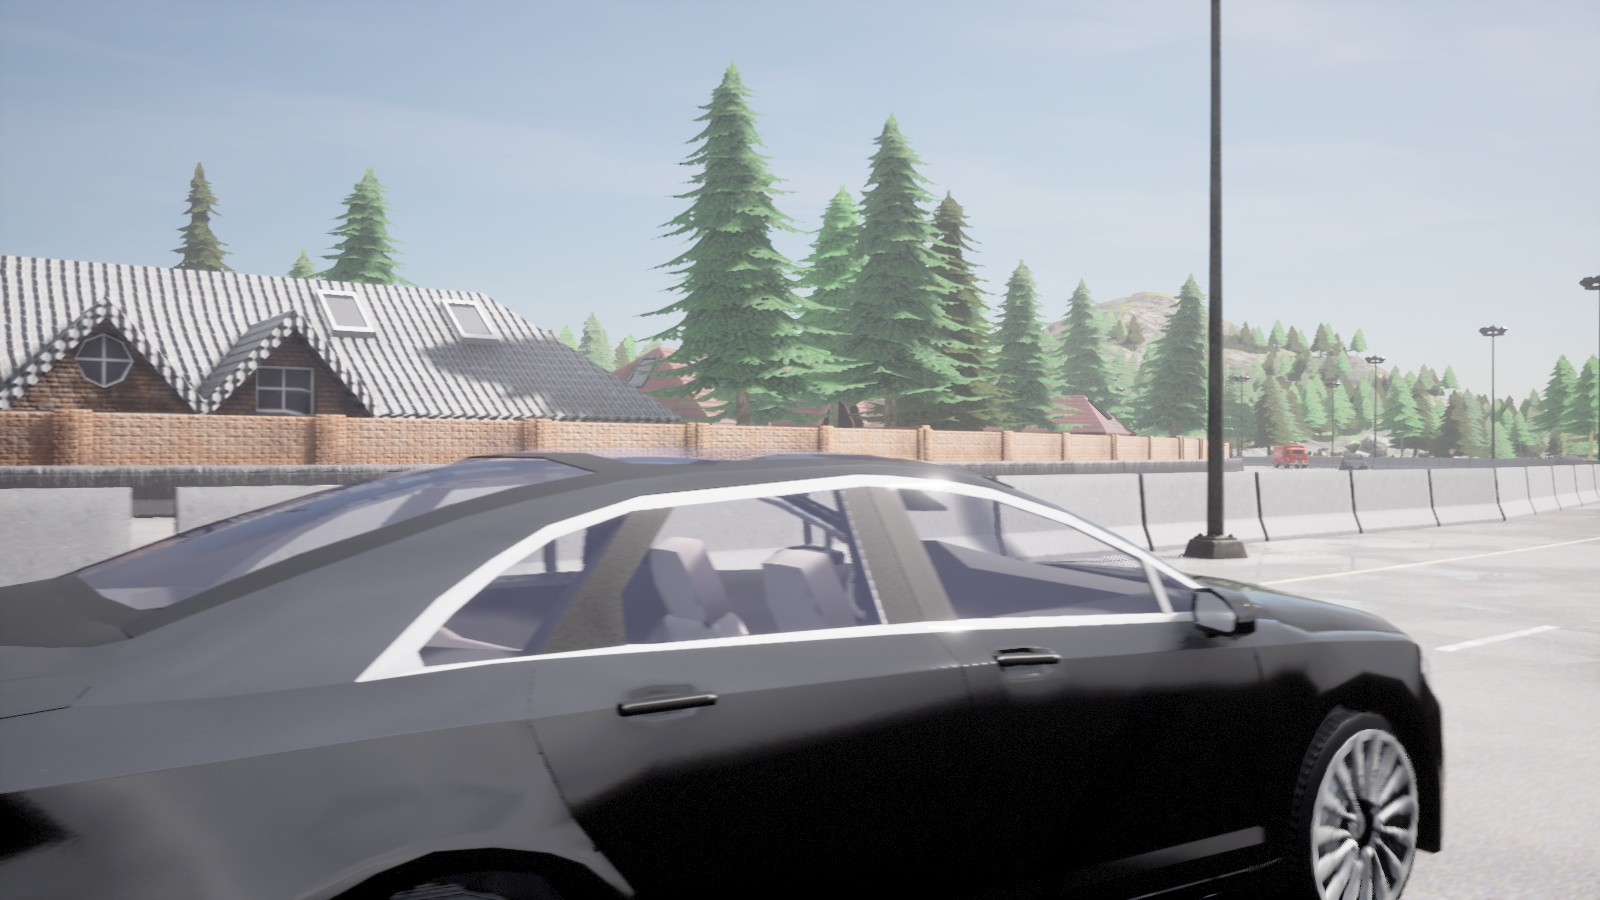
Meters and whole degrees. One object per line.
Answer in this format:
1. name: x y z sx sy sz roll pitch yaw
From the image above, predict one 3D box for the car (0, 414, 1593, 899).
1. car: 0.128 0.711 3.766 4.902 1.511 2.128 0 0 -36
